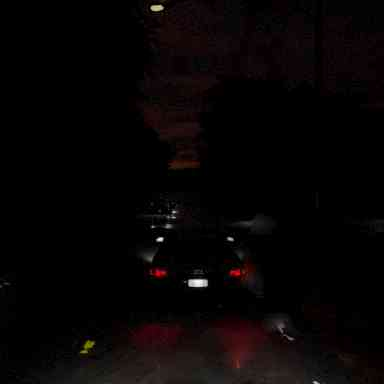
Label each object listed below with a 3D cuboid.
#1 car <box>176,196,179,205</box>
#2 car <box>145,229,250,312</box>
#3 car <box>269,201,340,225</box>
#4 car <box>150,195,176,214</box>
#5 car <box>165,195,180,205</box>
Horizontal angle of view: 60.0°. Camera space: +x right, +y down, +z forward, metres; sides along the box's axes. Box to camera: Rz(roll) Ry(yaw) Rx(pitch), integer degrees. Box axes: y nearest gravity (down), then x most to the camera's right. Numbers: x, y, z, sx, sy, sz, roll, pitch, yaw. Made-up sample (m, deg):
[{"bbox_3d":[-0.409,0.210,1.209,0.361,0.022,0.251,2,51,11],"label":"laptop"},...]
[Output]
[{"bbox_3d":[-3.185,1.492,44.716,1.895,1.301,4.718,0,0,0],"label":"car"},{"bbox_3d":[0.083,1.557,7.812,1.994,1.385,4.181,0,0,-1],"label":"car"},{"bbox_3d":[7.629,1.384,22.670,4.674,1.442,1.812,-1,1,-1],"label":"car"},{"bbox_3d":[-3.149,1.272,34.786,2.097,1.767,4.553,1,0,0],"label":"car"},{"bbox_3d":[-3.203,1.326,55.529,2.128,1.511,4.902,0,0,0],"label":"car"}]
